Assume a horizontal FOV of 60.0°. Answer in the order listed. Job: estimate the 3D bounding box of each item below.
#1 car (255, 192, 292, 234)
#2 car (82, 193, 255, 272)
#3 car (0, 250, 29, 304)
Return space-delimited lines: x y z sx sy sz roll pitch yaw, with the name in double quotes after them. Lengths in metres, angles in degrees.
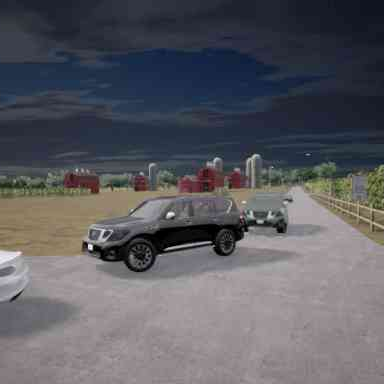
4.142 1.054 18.451 2.150 2.045 5.566 0 0 19 "car"
-0.676 1.143 10.947 5.566 2.045 2.150 -1 1 -39 "car"
-5.525 1.618 5.965 4.674 1.442 1.812 -2 1 -16 "car"
